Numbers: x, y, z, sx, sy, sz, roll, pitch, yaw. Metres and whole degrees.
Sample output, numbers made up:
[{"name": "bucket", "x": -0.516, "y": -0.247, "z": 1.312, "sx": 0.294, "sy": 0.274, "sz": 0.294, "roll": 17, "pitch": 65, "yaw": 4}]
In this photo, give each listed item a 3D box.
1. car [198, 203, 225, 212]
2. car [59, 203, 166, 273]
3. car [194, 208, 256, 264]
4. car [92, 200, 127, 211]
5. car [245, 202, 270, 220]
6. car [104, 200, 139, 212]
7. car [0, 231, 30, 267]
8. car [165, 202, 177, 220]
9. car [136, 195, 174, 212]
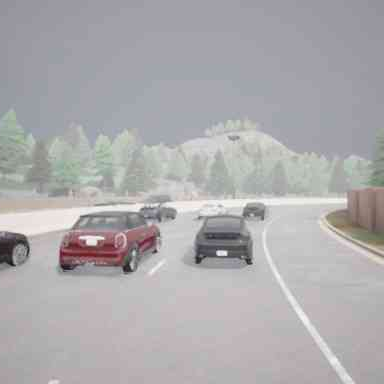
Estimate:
[{"name": "car", "x": 1.862, "y": 1.648, "z": 29.151, "sx": 1.812, "sy": 1.442, "sz": 4.674, "roll": 0, "pitch": 0, "yaw": 19}, {"name": "car", "x": -2.444, "y": 1.386, "z": 11.064, "sx": 2.097, "sy": 1.767, "sz": 4.553, "roll": 0, "pitch": 0, "yaw": 7}, {"name": "car", "x": 1.218, "y": 1.558, "z": 12.135, "sx": 1.837, "sy": 1.490, "sz": 4.892, "roll": 0, "pitch": 0, "yaw": 8}, {"name": "car", "x": -10.960, "y": 1.730, "z": 44.547, "sx": 1.895, "sy": 1.301, "sz": 4.718, "roll": 0, "pitch": 0, "yaw": 25}, {"name": "car", "x": 5.737, "y": 1.645, "z": 29.555, "sx": 1.837, "sy": 1.490, "sz": 4.892, "roll": 0, "pitch": 0, "yaw": 20}, {"name": "car", "x": -8.622, "y": 1.727, "z": 41.203, "sx": 1.895, "sy": 1.301, "sz": 4.718, "roll": 0, "pitch": 0, "yaw": 24}, {"name": "car", "x": -6.261, "y": 1.500, "z": 8.718, "sx": 2.128, "sy": 1.511, "sz": 4.902, "roll": 0, "pitch": 0, "yaw": 6}, {"name": "car", "x": -2.664, "y": 1.585, "z": 26.504, "sx": 2.128, "sy": 1.511, "sz": 4.902, "roll": 0, "pitch": 0, "yaw": 16}, {"name": "car", "x": -4.553, "y": 1.367, "z": 41.722, "sx": 2.150, "sy": 2.045, "sz": 5.566, "roll": 0, "pitch": 0, "yaw": 26}]
